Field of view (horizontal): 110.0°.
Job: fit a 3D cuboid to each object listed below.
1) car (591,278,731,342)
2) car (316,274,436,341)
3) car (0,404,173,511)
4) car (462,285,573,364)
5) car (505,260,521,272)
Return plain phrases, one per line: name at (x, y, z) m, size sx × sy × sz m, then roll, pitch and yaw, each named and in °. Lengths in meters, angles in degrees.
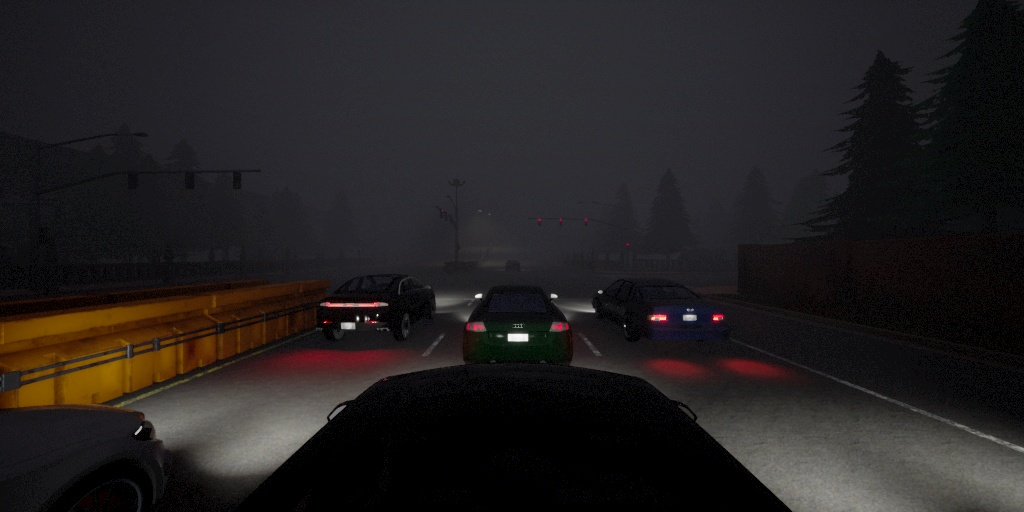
car at (3.601, 1.297, 9.774) m, size 2.033 × 1.411 × 5.357 m, roll 0°, pitch 0°, yaw 0°
car at (-3.399, 1.241, 9.869) m, size 2.128 × 1.511 × 4.902 m, roll 0°, pitch 0°, yaw 0°
car at (-3.403, 1.276, 0.632) m, size 1.812 × 1.442 × 4.674 m, roll 0°, pitch 0°, yaw 0°
car at (0.099, 1.314, 7.917) m, size 1.994 × 1.385 × 4.181 m, roll 0°, pitch 0°, yaw 0°
car at (0.103, 1.228, 46.005) m, size 1.882 × 1.535 × 5.008 m, roll 0°, pitch 0°, yaw 0°
